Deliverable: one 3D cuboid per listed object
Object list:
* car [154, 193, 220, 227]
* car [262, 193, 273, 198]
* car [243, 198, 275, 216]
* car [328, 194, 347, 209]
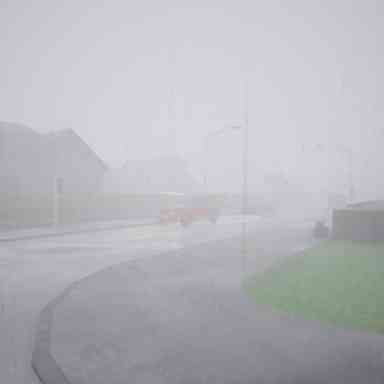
[{"bbox_3d":[-0.120,1.254,23.760,2.150,2.045,5.566,0,0,36],"label":"car"},{"bbox_3d":[16.186,1.057,73.607,3.866,1.878,1.905,0,0,-19],"label":"car"},{"bbox_3d":[6.786,1.596,33.410,1.994,1.385,4.181,0,0,36],"label":"car"},{"bbox_3d":[19.975,1.251,45.764,2.150,2.045,5.566,0,1,25],"label":"car"}]
